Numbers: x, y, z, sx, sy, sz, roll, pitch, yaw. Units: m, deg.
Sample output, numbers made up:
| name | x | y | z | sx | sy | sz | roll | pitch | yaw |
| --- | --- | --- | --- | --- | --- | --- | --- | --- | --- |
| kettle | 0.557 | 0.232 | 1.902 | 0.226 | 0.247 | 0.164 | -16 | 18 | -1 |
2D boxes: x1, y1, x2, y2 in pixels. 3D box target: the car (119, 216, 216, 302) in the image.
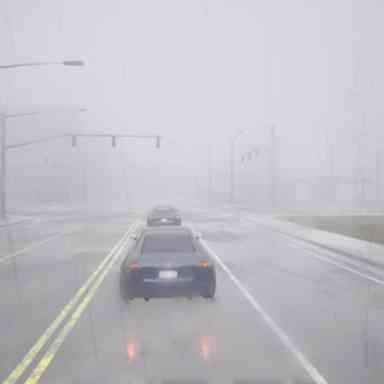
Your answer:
| name | x | y | z | sx | sy | sz | roll | pitch | yaw |
| --- | --- | --- | --- | --- | --- | --- | --- | --- | --- |
| car | -0.622 | 1.536 | 8.310 | 1.994 | 1.385 | 4.181 | 0 | 0 | -5 |

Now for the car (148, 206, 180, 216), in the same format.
| name | x | y | z | sx | sy | sz | roll | pitch | yaw |
| --- | --- | --- | --- | --- | --- | --- | --- | --- | --- |
| car | -1.685 | 1.498 | 20.000 | 1.994 | 1.385 | 4.181 | 0 | 0 | -5 |
